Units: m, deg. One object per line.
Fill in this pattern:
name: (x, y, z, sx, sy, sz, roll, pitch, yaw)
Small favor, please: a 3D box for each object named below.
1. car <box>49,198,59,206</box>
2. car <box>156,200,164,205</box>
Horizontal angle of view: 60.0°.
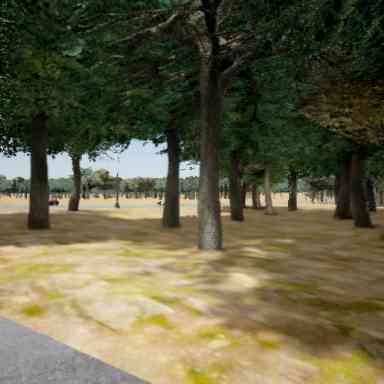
car: (-26.954, 1.838, 60.733, 1.882, 1.535, 5.008, 1, -1, 37)
car: (-7.199, 2.826, 87.219, 1.895, 1.301, 4.718, 1, -1, 37)
